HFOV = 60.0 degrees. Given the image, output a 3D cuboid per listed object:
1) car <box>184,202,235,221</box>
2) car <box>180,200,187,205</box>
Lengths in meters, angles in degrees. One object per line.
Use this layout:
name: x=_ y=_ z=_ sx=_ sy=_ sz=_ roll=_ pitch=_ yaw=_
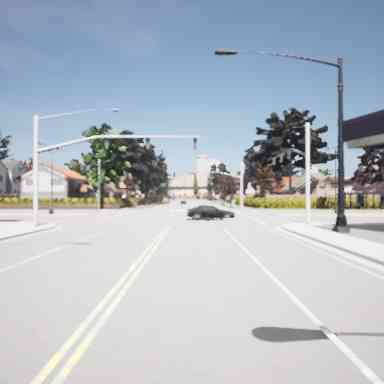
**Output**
car: x=1.784 y=2.027 z=32.146 sx=4.674 sy=1.442 sz=1.812 roll=1 pitch=-1 yaw=1
car: x=-2.403 y=2.867 z=94.598 sx=2.033 sy=1.411 sz=5.357 roll=0 pitch=-1 yaw=0
